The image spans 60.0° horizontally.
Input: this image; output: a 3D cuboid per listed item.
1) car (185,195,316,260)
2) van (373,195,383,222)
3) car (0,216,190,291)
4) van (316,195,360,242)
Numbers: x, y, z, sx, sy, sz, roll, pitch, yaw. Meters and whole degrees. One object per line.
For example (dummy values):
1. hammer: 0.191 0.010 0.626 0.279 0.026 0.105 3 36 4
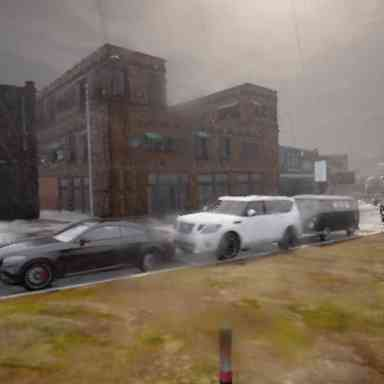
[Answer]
1. car: 1.851 1.150 12.205 5.566 2.045 2.435 1 0 -40
2. van: 14.481 1.122 23.106 1.878 1.987 4.442 2 0 44
3. car: -2.609 1.464 8.883 4.674 1.452 2.002 1 0 -36
4. van: 6.145 1.152 15.646 4.442 1.987 1.878 1 0 -41
